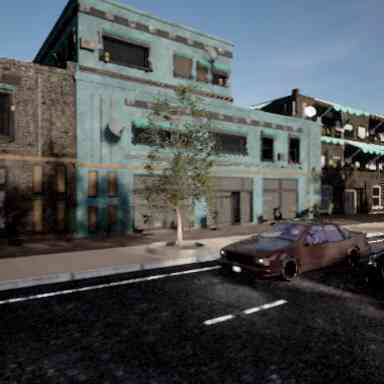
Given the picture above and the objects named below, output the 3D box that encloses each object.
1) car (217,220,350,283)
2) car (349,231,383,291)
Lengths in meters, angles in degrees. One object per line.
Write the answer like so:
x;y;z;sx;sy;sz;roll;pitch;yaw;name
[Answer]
3.313;1.592;10.043;5.357;1.411;2.033;0;0;-36;car
5.881;1.614;7.882;4.181;1.385;1.994;0;0;-35;car
